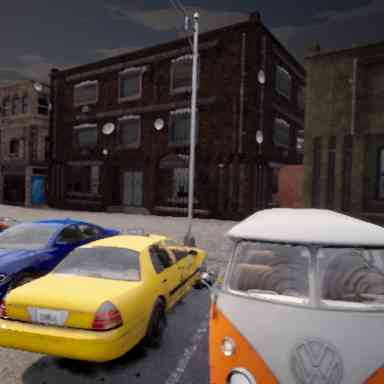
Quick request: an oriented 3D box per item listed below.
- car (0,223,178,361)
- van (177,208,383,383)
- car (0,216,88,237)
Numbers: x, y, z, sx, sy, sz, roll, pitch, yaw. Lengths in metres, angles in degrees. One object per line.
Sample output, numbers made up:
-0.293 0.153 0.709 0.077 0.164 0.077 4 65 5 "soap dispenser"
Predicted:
-0.996 1.447 6.323 1.946 1.575 5.366 0 0 15 "car"
1.395 1.246 4.287 1.878 1.987 4.442 1 0 15 "van"
-3.496 1.424 7.886 2.097 1.535 5.008 1 0 15 "car"
